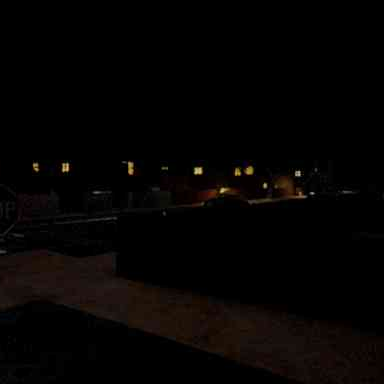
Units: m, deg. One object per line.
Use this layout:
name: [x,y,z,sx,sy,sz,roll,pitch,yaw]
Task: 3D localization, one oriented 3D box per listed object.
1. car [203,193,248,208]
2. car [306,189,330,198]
car: [2.894,0.824,27.968,2.128,1.511,4.902,2,3,40]
car: [16.859,0.396,44.376,1.837,1.490,4.892,2,2,40]
